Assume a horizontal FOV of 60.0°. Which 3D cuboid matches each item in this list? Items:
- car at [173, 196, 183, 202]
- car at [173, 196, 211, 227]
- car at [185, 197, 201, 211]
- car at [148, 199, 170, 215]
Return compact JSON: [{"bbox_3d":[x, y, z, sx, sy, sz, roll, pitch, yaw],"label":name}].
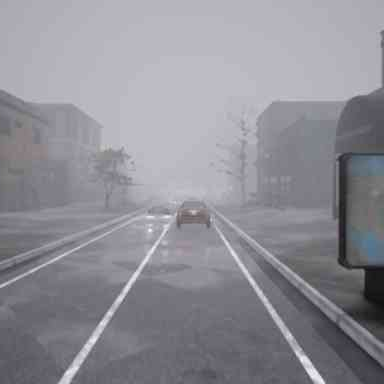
[{"bbox_3d":[-3.032,1.521,73.741,1.994,1.385,4.181,0,0,0],"label":"car"},{"bbox_3d":[0.089,1.281,22.010,2.097,1.767,4.553,0,0,0],"label":"car"},{"bbox_3d":[0.082,1.361,40.434,1.837,1.490,4.892,0,0,0],"label":"car"},{"bbox_3d":[-3.115,1.414,32.266,1.812,1.442,4.674,0,0,0],"label":"car"}]
